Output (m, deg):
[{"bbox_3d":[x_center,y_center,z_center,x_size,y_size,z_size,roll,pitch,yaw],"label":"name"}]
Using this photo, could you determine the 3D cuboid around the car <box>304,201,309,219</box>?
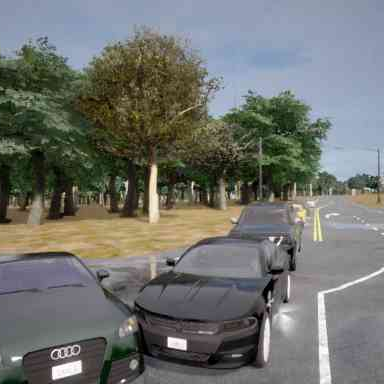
[{"bbox_3d":[7.200,1.664,24.095,1.882,1.535,5.008,-1,0,20],"label":"car"}]

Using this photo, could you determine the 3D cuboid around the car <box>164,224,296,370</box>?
[{"bbox_3d":[0.727,1.613,6.288,1.882,1.535,5.008,-1,-2,21],"label":"car"}]

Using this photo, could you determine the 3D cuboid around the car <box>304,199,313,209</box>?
[{"bbox_3d":[11.272,1.563,34.979,2.097,1.767,4.553,-1,0,21],"label":"car"}]

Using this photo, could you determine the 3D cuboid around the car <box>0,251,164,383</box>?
[{"bbox_3d":[-2.317,1.643,4.986,1.994,1.385,4.181,2,-2,-33],"label":"car"}]

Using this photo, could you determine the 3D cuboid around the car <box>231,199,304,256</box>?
[{"bbox_3d":[2.840,1.460,12.431,2.150,2.045,5.566,-2,0,20],"label":"car"}]

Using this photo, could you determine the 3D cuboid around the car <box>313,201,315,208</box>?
[{"bbox_3d":[17.834,1.757,51.218,1.812,1.442,4.674,-1,0,25],"label":"car"}]

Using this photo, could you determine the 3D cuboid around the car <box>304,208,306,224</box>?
[{"bbox_3d":[5.059,1.775,18.338,1.895,1.301,4.718,-1,0,21],"label":"car"}]

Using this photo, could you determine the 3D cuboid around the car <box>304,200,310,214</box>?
[{"bbox_3d":[9.252,1.725,29.602,1.812,1.442,4.674,-1,0,20],"label":"car"}]
